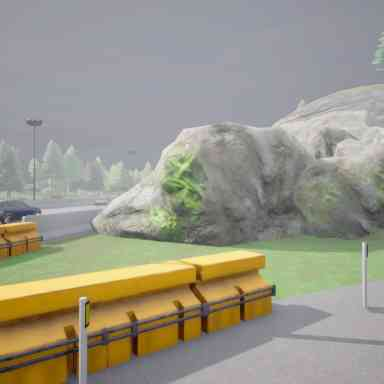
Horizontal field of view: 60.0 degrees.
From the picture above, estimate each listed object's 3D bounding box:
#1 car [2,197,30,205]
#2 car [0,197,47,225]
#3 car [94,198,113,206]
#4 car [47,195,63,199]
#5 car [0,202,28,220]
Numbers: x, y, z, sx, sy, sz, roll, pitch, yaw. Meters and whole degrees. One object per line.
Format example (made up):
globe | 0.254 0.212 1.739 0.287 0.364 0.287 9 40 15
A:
car | -31.269 1.656 59.349 1.895 1.301 4.718 0 0 11
car | -13.202 1.352 24.470 2.097 1.767 4.553 0 0 11
car | -14.197 1.601 54.976 1.895 1.301 4.718 0 0 11
car | -24.395 1.274 58.026 2.097 1.767 4.553 0 0 11
car | -16.065 1.564 27.982 1.994 1.385 4.181 0 0 11
